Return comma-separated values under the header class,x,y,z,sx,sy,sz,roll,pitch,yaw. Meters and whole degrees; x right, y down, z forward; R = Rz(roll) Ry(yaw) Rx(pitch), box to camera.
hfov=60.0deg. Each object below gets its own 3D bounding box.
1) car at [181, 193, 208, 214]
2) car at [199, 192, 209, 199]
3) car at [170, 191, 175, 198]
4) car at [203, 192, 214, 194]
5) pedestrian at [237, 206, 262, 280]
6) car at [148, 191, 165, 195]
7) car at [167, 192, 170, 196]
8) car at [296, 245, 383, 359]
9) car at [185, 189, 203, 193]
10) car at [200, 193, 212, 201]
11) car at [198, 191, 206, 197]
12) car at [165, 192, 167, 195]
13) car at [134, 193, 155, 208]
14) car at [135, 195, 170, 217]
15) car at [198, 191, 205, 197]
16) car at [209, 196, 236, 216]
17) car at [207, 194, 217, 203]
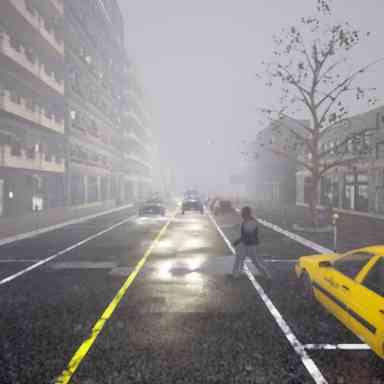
class,x,y,z,sx,sy,sz,roll,pitch,yaw
car,0.040,1.120,30.165,2.128,1.511,4.902,0,1,0
car,2.580,0.688,73.211,1.887,1.381,4.507,0,1,0
car,-5.808,0.649,78.901,1.947,1.339,4.313,0,1,0
car,2.621,0.899,44.730,1.967,1.590,4.097,0,1,0
pedestrian,1.317,1.195,7.648,0.375,1.860,0.375,0,1,0
car,-5.768,0.709,50.416,2.192,1.841,5.009,0,1,0
car,-5.783,0.817,61.812,2.008,1.369,4.403,0,1,0
car,2.993,1.395,4.662,1.801,1.575,5.366,0,1,0
car,0.004,0.671,44.698,2.150,2.045,5.566,0,-1,0
car,2.597,0.817,61.820,2.008,1.369,4.403,0,1,0
car,2.564,0.569,84.604,1.887,1.381,4.507,0,1,0
car,-5.776,0.770,56.114,1.967,1.590,4.097,0,1,0
car,-5.751,1.106,39.026,1.802,1.307,4.206,0,1,0
car,-3.138,1.226,27.185,1.994,1.385,4.181,0,1,0
car,2.556,0.490,90.471,1.752,1.417,4.829,0,1,0
car,2.647,1.239,27.643,1.802,1.307,4.206,0,1,0
car,2.638,1.156,33.339,1.947,1.339,4.313,0,1,0
